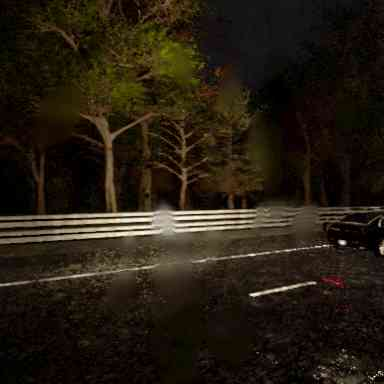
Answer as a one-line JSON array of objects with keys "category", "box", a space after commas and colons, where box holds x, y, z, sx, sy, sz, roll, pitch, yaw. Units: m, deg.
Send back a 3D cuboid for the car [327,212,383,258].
[{"category": "car", "box": [7.365, 1.550, 13.025, 4.892, 1.490, 1.837, 1, 0, -32]}]
